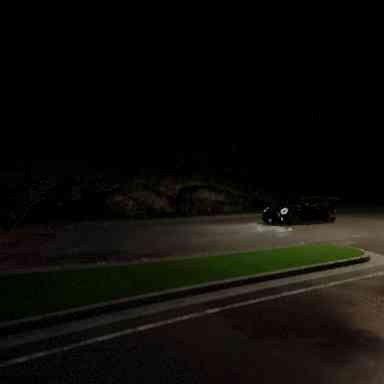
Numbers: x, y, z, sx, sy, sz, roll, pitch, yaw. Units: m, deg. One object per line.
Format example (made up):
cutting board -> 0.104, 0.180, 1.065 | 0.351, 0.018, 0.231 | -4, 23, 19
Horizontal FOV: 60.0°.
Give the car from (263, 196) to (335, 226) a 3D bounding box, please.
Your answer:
car -> 6.601, 1.054, 20.574 | 4.553, 1.767, 2.097 | -1, 1, -27
